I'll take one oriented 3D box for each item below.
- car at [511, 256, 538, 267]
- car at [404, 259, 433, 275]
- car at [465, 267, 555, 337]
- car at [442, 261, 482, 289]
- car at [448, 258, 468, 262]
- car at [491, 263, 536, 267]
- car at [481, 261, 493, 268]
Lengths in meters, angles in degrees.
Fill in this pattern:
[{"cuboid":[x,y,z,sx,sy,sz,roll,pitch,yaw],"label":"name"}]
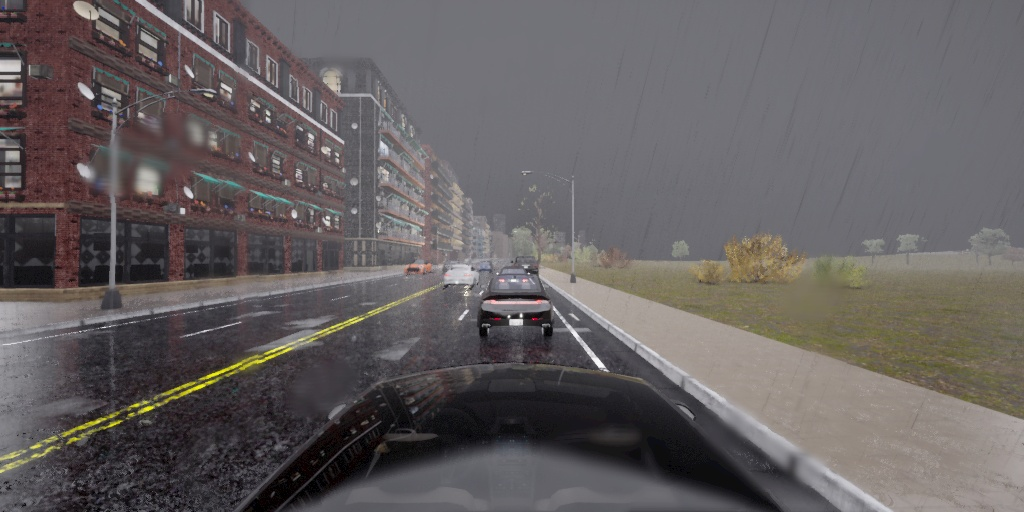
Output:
[{"cuboid":[1.088,0.979,30.944,2.150,2.045,5.566,0,0,0],"label":"car"},{"cuboid":[-9.913,1.106,38.125,2.097,1.767,4.553,0,0,0],"label":"car"},{"cuboid":[0.087,1.243,10.292,2.128,1.511,4.902,0,0,0],"label":"car"},{"cuboid":[-3.187,1.279,22.998,1.812,1.442,4.674,0,0,0],"label":"car"},{"cuboid":[-6.667,1.245,40.556,2.128,1.511,4.902,0,0,0],"label":"car"},{"cuboid":[0.072,1.300,20.732,2.033,1.411,5.357,0,0,0],"label":"car"},{"cuboid":[-3.220,1.300,43.434,2.033,1.411,5.357,0,0,0],"label":"car"}]
